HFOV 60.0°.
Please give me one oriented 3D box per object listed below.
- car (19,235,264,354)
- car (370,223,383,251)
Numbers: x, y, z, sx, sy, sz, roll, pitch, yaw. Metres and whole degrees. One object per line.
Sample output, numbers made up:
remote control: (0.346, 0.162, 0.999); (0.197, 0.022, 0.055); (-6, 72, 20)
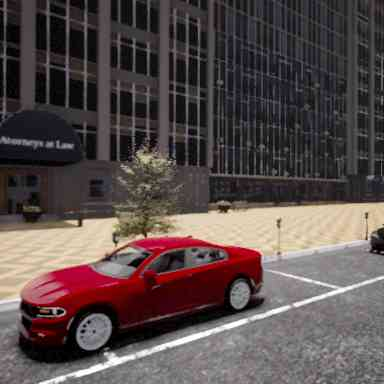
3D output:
car: (-0.638, 1.535, 6.094); (4.507, 1.381, 1.887); (0, 1, -35)
car: (8.548, 1.519, 12.649); (4.313, 1.339, 1.947); (0, 1, -36)
